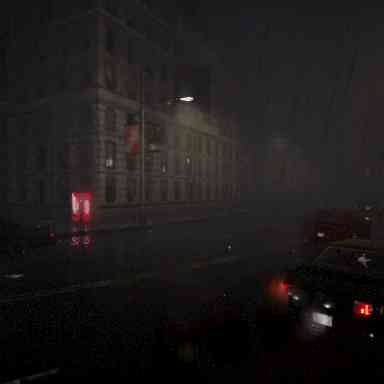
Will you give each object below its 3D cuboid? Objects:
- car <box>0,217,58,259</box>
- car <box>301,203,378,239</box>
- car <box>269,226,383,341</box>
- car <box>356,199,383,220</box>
[{"bbox_3d":[-7.401,1.539,11.064,5.357,1.411,2.033,0,0,-35],"label":"car"},{"bbox_3d":[6.440,1.471,14.505,1.882,1.535,5.008,0,0,40],"label":"car"},{"bbox_3d":[3.600,1.598,6.405,4.718,1.301,1.895,0,0,-42],"label":"car"},{"bbox_3d":[14.977,1.339,28.179,2.097,1.767,4.553,0,0,29],"label":"car"}]
